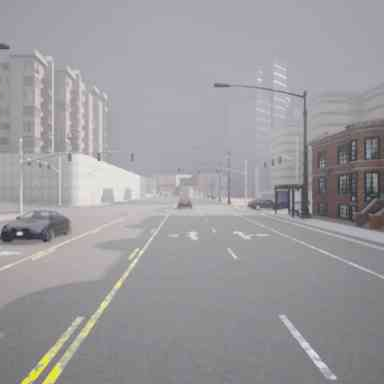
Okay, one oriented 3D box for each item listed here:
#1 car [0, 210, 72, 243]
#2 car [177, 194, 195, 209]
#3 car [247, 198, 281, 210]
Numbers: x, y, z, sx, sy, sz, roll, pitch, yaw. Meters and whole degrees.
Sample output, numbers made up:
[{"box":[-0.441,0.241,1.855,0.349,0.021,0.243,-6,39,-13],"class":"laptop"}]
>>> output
[{"box":[-7.434,1.608,16.266,1.994,1.385,4.181,0,0,-1],"class":"car"},{"box":[-0.996,1.478,47.377,2.097,1.767,4.553,0,0,-1],"class":"car"},{"box":[9.762,1.620,43.949,4.892,1.490,1.837,0,0,-8],"class":"car"}]
